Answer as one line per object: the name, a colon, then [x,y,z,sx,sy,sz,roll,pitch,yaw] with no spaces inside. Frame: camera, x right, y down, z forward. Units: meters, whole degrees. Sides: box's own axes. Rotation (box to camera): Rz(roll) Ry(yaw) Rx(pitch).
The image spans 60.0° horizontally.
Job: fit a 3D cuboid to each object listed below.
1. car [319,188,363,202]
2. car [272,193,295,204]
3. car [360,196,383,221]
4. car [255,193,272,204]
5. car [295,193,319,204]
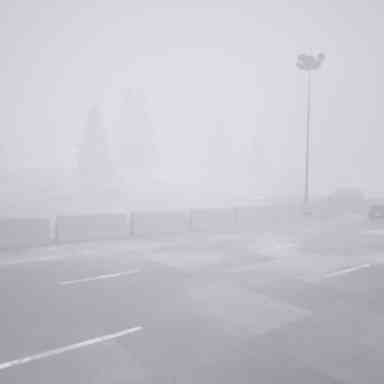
car: [17.278,0.600,37.772,5.566,2.045,2.150,-1,1,-35]
car: [13.102,0.884,43.387,4.892,1.490,1.837,-1,0,-35]
car: [13.319,1.152,21.838,4.674,1.442,1.812,-1,1,-35]
car: [10.854,0.860,46.082,5.008,1.535,1.882,-1,1,-35]
car: [14.950,0.947,40.410,4.181,1.385,1.994,-1,1,-35]
